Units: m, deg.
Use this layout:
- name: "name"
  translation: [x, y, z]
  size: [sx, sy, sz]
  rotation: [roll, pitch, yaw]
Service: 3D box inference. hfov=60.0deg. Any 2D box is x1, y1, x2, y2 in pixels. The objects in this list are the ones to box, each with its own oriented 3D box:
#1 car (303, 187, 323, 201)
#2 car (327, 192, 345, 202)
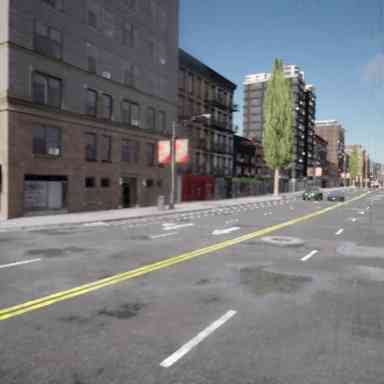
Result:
- name: "car"
  translation: [18.613, 0.227, 50.968]
  size: [2.150, 2.045, 5.566]
  rotation: [2, 2, 31]
- name: "car"
  translation: [21.402, 0.662, 49.321]
  size: [1.994, 1.385, 4.181]
  rotation: [2, 2, 31]
